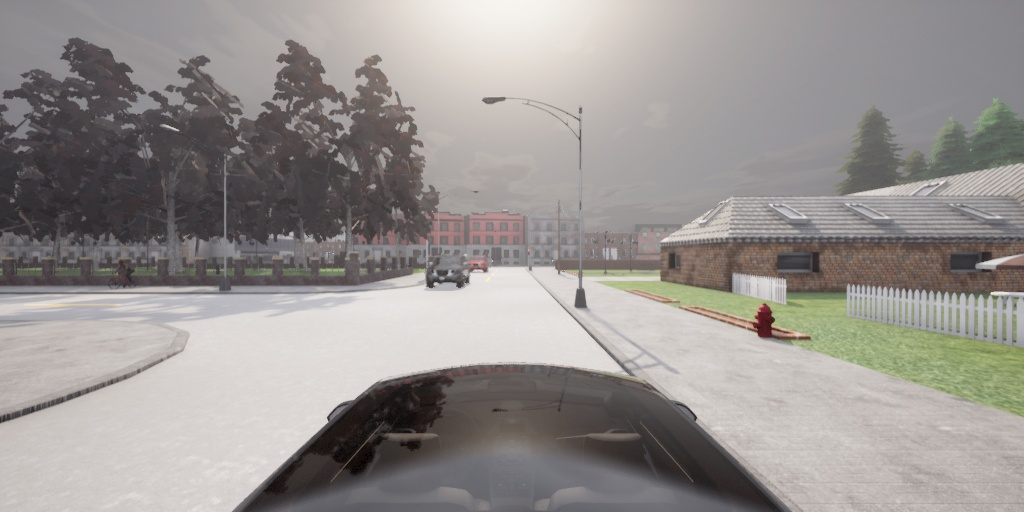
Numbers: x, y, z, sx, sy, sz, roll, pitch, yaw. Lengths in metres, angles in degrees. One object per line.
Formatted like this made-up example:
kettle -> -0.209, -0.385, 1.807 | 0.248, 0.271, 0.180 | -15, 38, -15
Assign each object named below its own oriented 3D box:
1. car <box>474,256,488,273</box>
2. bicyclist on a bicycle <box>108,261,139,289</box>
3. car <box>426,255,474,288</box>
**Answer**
car -> -4.083, 0.962, 43.145 | 2.150, 2.045, 5.566 | 0, 0, 0
bicyclist on a bicycle -> -22.639, 1.095, 20.917 | 0.582, 1.620, 1.656 | 0, 0, 0
car -> -4.098, 0.967, 23.787 | 2.150, 2.045, 5.566 | 0, 0, 0
